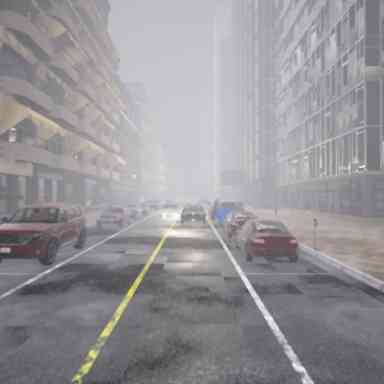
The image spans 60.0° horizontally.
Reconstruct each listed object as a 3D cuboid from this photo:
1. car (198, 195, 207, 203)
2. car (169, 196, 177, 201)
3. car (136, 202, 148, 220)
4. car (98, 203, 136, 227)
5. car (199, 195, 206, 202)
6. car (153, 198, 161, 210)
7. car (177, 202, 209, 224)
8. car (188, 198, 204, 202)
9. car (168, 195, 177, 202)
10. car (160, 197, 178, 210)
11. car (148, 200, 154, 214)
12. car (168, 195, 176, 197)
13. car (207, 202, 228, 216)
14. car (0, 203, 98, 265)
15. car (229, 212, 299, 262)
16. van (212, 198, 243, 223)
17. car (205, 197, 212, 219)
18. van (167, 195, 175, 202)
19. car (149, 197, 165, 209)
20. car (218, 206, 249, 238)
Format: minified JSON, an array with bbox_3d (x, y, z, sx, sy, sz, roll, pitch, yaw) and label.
[{"bbox_3d":[2.584,1.672,83.956,2.192,1.841,5.009,0,0,0],"label":"car"},{"bbox_3d":[-5.296,1.970,95.021,2.008,1.369,4.403,0,0,0],"label":"car"},{"bbox_3d":[-5.304,1.647,28.589,2.008,1.369,4.403,1,0,0],"label":"car"},{"bbox_3d":[-5.305,1.657,23.053,1.802,1.307,4.206,1,0,0],"label":"car"},{"bbox_3d":[2.580,1.832,67.347,1.947,1.339,4.313,0,0,0],"label":"car"},{"bbox_3d":[-5.302,1.707,45.198,1.887,1.381,4.507,1,0,0],"label":"car"},{"bbox_3d":[0.094,1.686,25.582,1.895,1.301,4.718,0,0,0],"label":"car"},{"bbox_3d":[0.079,1.740,39.522,1.895,1.301,4.718,0,0,0],"label":"car"},{"bbox_3d":[-5.295,1.703,89.486,2.192,1.841,5.009,0,0,0],"label":"car"},{"bbox_3d":[-2.828,1.761,44.716,1.895,1.301,4.718,0,0,0],"label":"car"},{"bbox_3d":[-5.304,1.699,34.126,1.802,1.307,4.206,1,0,0],"label":"car"},{"bbox_3d":[-5.297,1.766,78.413,1.967,1.590,4.097,0,0,0],"label":"car"},{"bbox_3d":[2.576,1.700,34.134,1.802,1.307,4.206,0,0,0],"label":"car"},{"bbox_3d":[-5.304,1.351,11.983,2.192,1.841,5.009,1,0,0],"label":"car"},{"bbox_3d":[2.574,1.619,11.992,1.802,1.307,4.206,1,0,0],"label":"car"},{"bbox_3d":[2.577,1.417,23.063,1.690,1.788,3.998,1,0,0],"label":"van"},{"bbox_3d":[2.578,1.411,28.599,2.192,1.841,5.009,1,0,0],"label":"car"},{"bbox_3d":[-5.296,1.698,83.950,1.690,1.788,3.998,0,0,0],"label":"van"},{"bbox_3d":[-5.300,1.626,50.733,1.967,1.590,4.097,1,0,0],"label":"car"},{"bbox_3d":[2.574,1.638,17.529,1.802,1.307,4.206,1,0,0],"label":"car"}]
